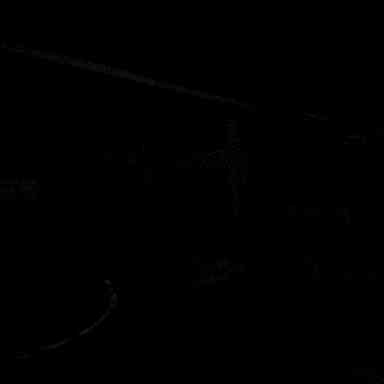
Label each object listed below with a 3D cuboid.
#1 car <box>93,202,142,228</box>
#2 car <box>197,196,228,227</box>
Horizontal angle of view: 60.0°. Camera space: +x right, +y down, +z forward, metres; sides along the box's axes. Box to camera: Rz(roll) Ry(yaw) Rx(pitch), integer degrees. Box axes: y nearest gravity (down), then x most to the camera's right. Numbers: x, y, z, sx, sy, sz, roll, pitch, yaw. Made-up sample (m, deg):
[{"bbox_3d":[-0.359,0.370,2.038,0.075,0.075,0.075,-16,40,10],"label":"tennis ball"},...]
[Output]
[{"bbox_3d":[-5.142,1.484,22.708,2.242,1.667,4.611,-1,1,-33],"label":"car"},{"bbox_3d":[1.964,1.205,22.139,1.905,1.878,3.866,-1,1,-33],"label":"car"}]
